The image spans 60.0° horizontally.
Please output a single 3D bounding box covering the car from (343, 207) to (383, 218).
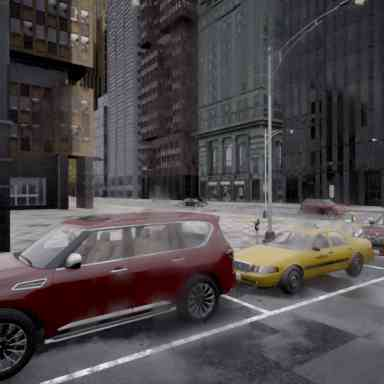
[{"bbox_3d":[7.632,1.438,12.098,4.097,1.590,1.967,0,0,-36],"label":"car"}]

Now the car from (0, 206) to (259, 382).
[{"bbox_3d":[-1.489,1.315,5.592,5.009,1.841,2.192,0,0,-36],"label":"car"}]

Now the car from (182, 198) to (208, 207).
[{"bbox_3d":[0.414,1.619,48.771,1.837,1.490,4.892,0,0,-35],"label":"car"}]

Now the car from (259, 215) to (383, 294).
[{"bbox_3d":[2.934,1.524,8.746,4.829,1.417,1.752,0,0,-36],"label":"car"}]

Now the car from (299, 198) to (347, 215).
[{"bbox_3d":[12.569,1.405,31.690,2.097,1.767,4.553,0,0,-36],"label":"car"}]
